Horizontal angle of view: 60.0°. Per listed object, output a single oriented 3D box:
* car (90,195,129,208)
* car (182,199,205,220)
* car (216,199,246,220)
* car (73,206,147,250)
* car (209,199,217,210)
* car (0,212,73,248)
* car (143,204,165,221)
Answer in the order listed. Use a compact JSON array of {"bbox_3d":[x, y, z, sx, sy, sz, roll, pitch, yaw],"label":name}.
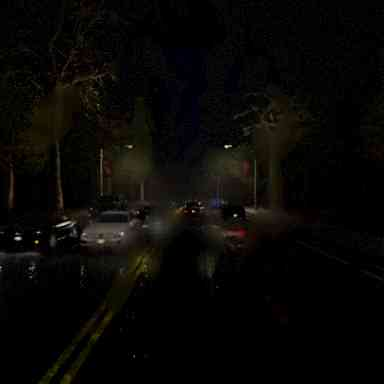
[{"bbox_3d":[-6.563,1.262,26.873,2.150,2.045,5.566,0,0,0],"label":"car"},{"bbox_3d":[0.111,1.594,28.604,2.033,1.411,5.357,0,0,0],"label":"car"},{"bbox_3d":[3.356,1.550,28.109,1.837,1.490,4.892,0,0,0],"label":"car"},{"bbox_3d":[-3.311,1.534,14.419,1.812,1.442,4.674,0,0,0],"label":"car"},{"bbox_3d":[3.364,1.647,44.301,1.812,1.442,4.674,0,0,0],"label":"car"},{"bbox_3d":[-6.561,1.573,14.568,1.994,1.385,4.181,0,0,1],"label":"car"},{"bbox_3d":[-3.312,1.642,27.242,1.895,1.301,4.718,0,0,0],"label":"car"}]
